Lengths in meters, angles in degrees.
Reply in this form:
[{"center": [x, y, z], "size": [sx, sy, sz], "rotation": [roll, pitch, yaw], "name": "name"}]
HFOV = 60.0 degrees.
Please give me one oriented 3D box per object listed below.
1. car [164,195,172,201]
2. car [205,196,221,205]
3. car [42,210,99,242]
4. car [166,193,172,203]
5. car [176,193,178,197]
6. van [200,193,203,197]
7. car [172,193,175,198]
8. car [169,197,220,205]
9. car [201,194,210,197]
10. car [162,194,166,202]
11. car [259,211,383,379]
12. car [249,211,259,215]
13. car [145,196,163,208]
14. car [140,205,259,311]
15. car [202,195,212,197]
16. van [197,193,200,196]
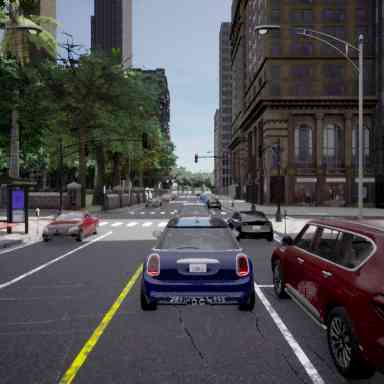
[{"center": [-5.757, 1.467, 80.520], "size": [1.752, 1.417, 4.829], "rotation": [0, 0, 0], "name": "car"}, {"center": [2.764, 1.548, 42.726], "size": [1.947, 1.339, 4.313], "rotation": [0, 0, 0], "name": "car"}, {"center": [-5.764, 1.578, 16.308], "size": [1.802, 1.307, 4.206], "rotation": [0, 0, 0], "name": "car"}, {"center": [-5.758, 1.397, 69.849], "size": [1.967, 1.590, 4.097], "rotation": [0, 0, 0], "name": "car"}, {"center": [-5.756, 1.240, 91.530], "size": [2.192, 1.841, 5.009], "rotation": [0, 0, 0], "name": "car"}, {"center": [2.765, 1.310, 58.987], "size": [1.690, 1.788, 3.998], "rotation": [0, 0, 0], "name": "van"}, {"center": [-5.758, 1.265, 75.269], "size": [2.192, 1.841, 5.009], "rotation": [0, 0, 0], "name": "car"}, {"center": [0.103, 1.348, 17.473], "size": [2.097, 1.767, 4.553], "rotation": [0, 0, 0], "name": "car"}, {"center": [2.766, 1.499, 53.737], "size": [1.752, 1.417, 4.829], "rotation": [0, 0, 0], "name": "car"}, {"center": [-5.760, 1.414, 53.587], "size": [1.967, 1.590, 4.097], "rotation": [0, 0, 0], "name": "car"}, {"center": [2.759, 1.314, 5.439], "size": [2.192, 1.841, 5.009], "rotation": [0, 0, 0], "name": "car"}, {"center": [2.761, 1.562, 16.290], "size": [1.947, 1.339, 4.313], "rotation": [0, 0, 0], "name": "car"}, {"center": [-5.761, 1.529, 48.168], "size": [2.008, 1.369, 4.403], "rotation": [0, 0, 0], "name": "car"}, {"center": [0.104, 1.351, 7.939], "size": [2.097, 1.767, 4.553], "rotation": [0, 0, 0], "name": "car"}, {"center": [2.765, 1.544, 48.147], "size": [1.947, 1.339, 4.313], "rotation": [0, 0, 0], "name": "car"}, {"center": [2.768, 1.283, 80.669], "size": [1.690, 1.788, 3.998], "rotation": [0, 0, 0], "name": "van"}]
